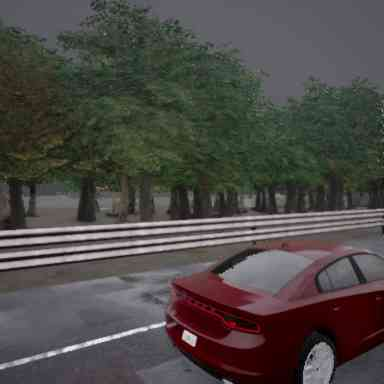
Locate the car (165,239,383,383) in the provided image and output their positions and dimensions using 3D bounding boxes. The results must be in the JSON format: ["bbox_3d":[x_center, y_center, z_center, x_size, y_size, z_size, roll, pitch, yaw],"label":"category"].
[{"bbox_3d":[1.984,1.483,5.162,5.008,1.535,1.882,0,0,-36],"label":"car"}]
